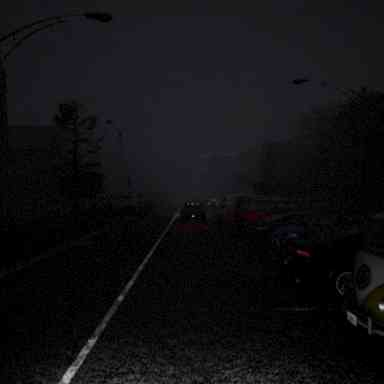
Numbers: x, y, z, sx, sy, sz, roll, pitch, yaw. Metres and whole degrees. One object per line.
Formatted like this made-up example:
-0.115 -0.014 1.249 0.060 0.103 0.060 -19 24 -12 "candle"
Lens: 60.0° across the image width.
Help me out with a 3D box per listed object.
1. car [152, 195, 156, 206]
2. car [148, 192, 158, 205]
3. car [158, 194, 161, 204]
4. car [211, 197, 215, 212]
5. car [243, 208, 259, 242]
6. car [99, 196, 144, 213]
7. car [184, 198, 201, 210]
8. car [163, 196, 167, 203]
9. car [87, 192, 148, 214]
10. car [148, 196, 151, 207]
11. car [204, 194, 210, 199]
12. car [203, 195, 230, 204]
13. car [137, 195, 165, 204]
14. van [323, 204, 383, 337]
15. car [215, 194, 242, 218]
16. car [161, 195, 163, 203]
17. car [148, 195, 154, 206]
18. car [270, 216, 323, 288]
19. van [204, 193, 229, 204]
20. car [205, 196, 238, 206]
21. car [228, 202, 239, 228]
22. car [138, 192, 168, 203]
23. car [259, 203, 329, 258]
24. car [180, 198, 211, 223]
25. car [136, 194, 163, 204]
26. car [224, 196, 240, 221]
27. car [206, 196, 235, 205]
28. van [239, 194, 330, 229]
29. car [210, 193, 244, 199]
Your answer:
-7.736 1.458 45.550 4.792 1.488 2.163 0 0 0 "car"
-7.740 1.299 48.488 4.553 1.767 2.185 0 0 0 "car"
-7.716 1.423 51.301 4.892 1.521 2.231 0 0 0 "car"
4.600 1.472 32.756 4.792 1.488 2.163 0 0 0 "car"
4.640 1.505 13.199 4.674 1.452 2.002 0 0 0 "car"
-7.670 1.312 36.610 4.553 1.767 2.185 0 0 0 "car"
0.075 1.498 42.924 2.033 1.411 5.357 0 0 0 "car"
-7.528 1.412 57.304 5.366 1.575 1.946 0 0 0 "car"
-7.728 1.190 33.797 5.566 2.045 2.435 0 0 0 "car"
-7.700 1.475 39.549 4.674 1.452 2.002 0 0 0 "car"
4.617 1.427 46.723 5.008 1.535 2.097 0 0 0 "car"
4.607 1.376 63.497 4.892 1.521 2.231 0 1 0 "car"
-7.722 1.381 63.076 5.008 1.535 2.097 0 1 0 "car"
4.530 1.249 4.818 4.442 1.987 1.878 0 0 0 "van"
4.664 1.320 29.960 4.553 1.767 2.185 0 0 0 "car"
-7.897 1.415 54.364 5.366 1.575 1.946 0 0 0 "car"
-7.702 1.471 42.611 4.674 1.452 2.002 0 0 0 "car"
4.640 1.471 7.736 5.008 1.535 2.097 0 0 0 "car"
4.498 1.180 60.687 4.442 1.987 1.878 0 1 0 "van"
4.613 1.422 52.434 4.892 1.521 2.231 0 0 0 "car"
4.667 1.488 18.788 4.792 1.488 2.163 0 0 0 "car"
-7.690 1.079 66.017 5.566 2.045 2.435 0 1 0 "car"
4.674 1.343 10.406 4.553 1.767 2.185 0 0 0 "car"
0.086 1.461 25.351 2.128 1.511 4.902 0 0 0 "car"
-7.685 1.281 60.245 4.553 1.767 2.185 0 0 0 "car"
4.606 1.330 21.579 4.553 1.767 2.185 0 0 0 "car"
4.620 1.458 55.104 4.674 1.452 2.002 0 0 0 "car"
4.757 1.236 15.992 4.442 1.987 1.878 0 0 0 "van"
4.659 1.311 38.466 4.553 1.767 2.185 0 0 0 "car"
